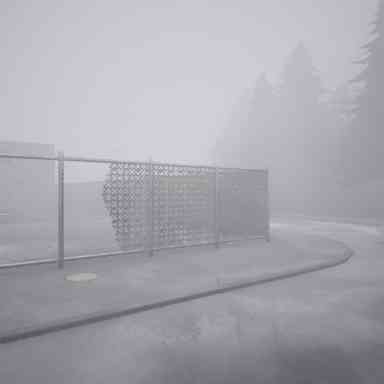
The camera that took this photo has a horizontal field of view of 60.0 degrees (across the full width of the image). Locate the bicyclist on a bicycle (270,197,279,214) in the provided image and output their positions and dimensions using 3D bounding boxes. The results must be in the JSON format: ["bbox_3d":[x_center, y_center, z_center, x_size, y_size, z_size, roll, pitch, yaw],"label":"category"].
[{"bbox_3d":[7.911,1.349,32.441,1.656,1.620,0.582,0,0,-36],"label":"bicyclist on a bicycle"}]
